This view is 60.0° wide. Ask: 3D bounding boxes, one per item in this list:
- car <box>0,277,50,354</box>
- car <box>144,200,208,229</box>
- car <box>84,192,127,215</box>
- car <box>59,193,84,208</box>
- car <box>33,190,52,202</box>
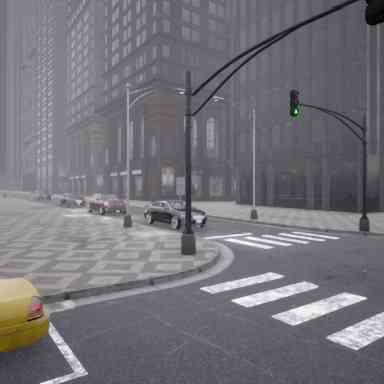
[{"bbox_3d":[-4.223,1.525,3.641,4.829,1.417,1.752,0,0,-35],"label":"car"},{"bbox_3d":[-1.056,1.206,19.242,2.128,1.511,4.902,0,1,-36],"label":"car"},{"bbox_3d":[-7.007,0.876,27.543,2.097,1.767,4.553,0,1,-35],"label":"car"},{"bbox_3d":[-12.901,0.833,35.764,2.128,1.511,4.902,0,1,-36],"label":"car"},{"bbox_3d":[-21.713,0.501,48.198,1.837,1.490,4.892,0,1,-36],"label":"car"}]
